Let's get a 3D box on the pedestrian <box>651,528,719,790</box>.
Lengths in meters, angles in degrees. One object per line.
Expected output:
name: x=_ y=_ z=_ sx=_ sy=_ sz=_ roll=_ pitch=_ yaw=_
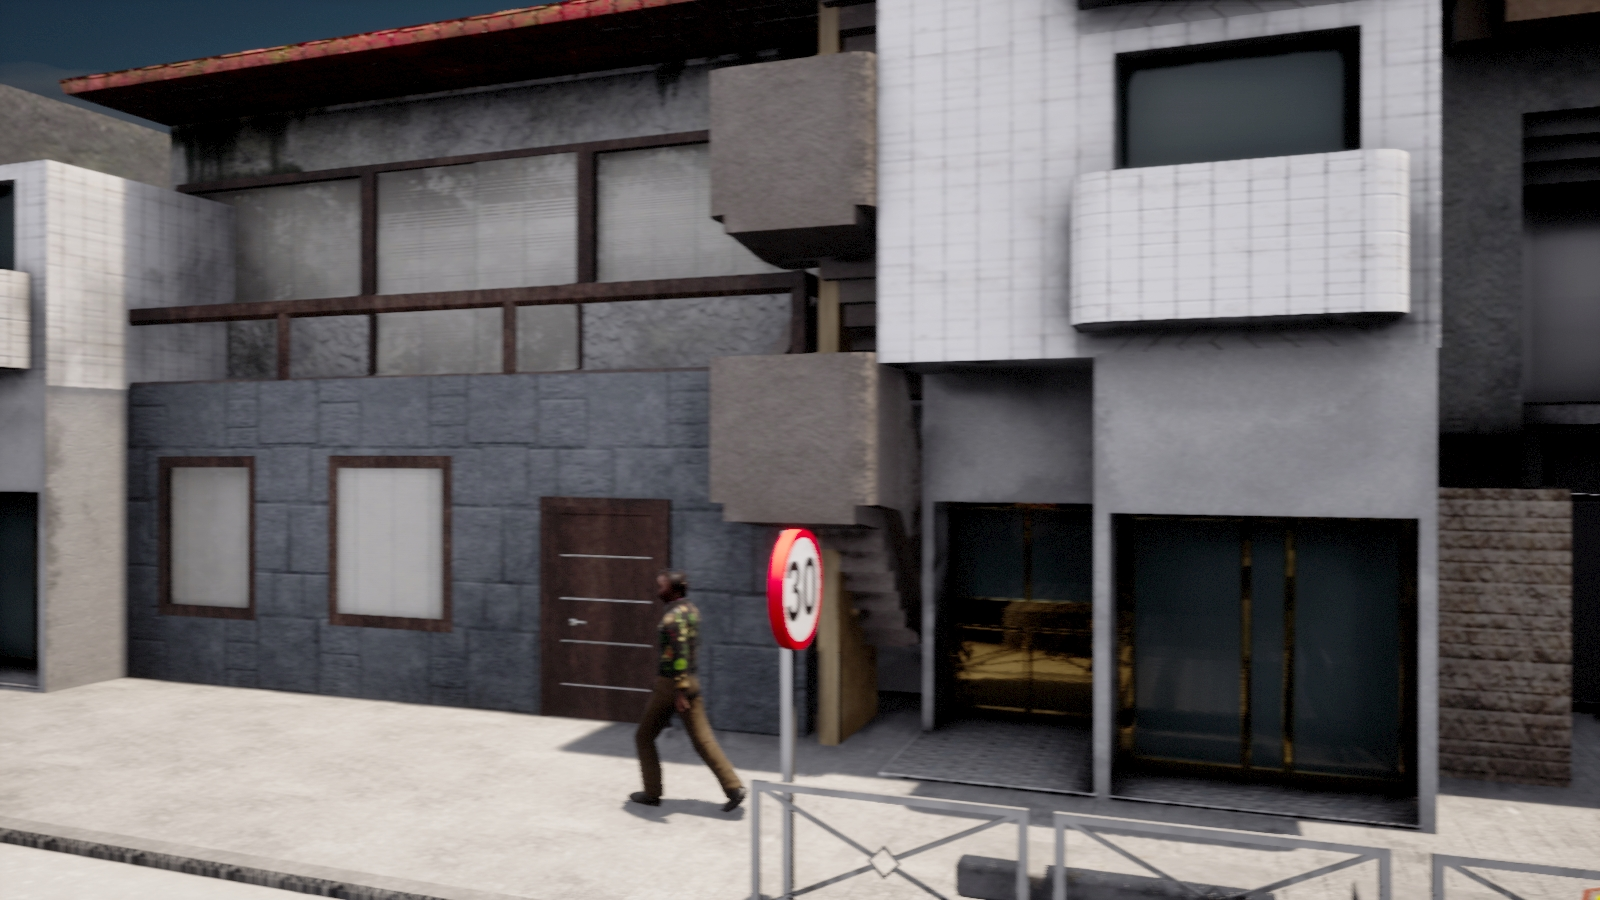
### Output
pedestrian: x=-0.852 y=1.524 z=8.489 sx=0.375 sy=1.860 sz=0.375 roll=0 pitch=0 yaw=19
